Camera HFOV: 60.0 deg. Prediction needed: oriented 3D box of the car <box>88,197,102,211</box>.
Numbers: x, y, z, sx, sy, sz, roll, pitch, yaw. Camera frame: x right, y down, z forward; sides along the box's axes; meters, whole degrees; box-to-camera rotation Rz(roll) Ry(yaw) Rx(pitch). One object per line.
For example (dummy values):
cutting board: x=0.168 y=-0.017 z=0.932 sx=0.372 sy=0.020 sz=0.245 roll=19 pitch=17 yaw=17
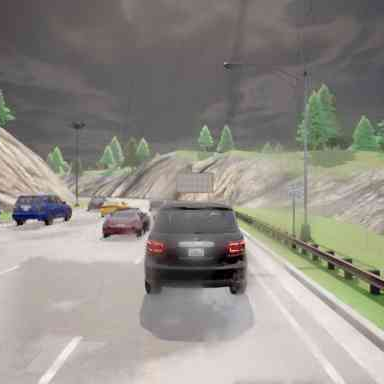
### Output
car: x=-11.268 y=1.355 z=40.636 sx=2.097 sy=1.767 sz=4.553 roll=0 pitch=0 yaw=-5

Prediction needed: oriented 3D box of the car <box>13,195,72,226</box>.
car: x=-10.436 y=1.216 z=23.594 sx=2.150 sy=2.045 sz=5.566 roll=0 pitch=-1 yaw=0

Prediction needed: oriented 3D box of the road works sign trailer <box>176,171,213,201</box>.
road works sign trailer: x=0.186 y=0.464 z=21.599 sx=2.380 sy=3.560 sz=2.880 roll=0 pitch=0 yaw=0

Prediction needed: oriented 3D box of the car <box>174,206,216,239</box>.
car: x=0.120 y=1.558 z=18.102 sx=1.994 sy=1.385 sz=4.181 roll=0 pitch=0 yaw=-1

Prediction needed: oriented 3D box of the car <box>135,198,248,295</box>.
car: x=0.087 y=1.221 z=8.884 sx=2.150 sy=2.045 sz=5.566 roll=0 pitch=0 yaw=0

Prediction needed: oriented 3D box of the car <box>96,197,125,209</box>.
car: x=-7.056 y=1.477 z=30.662 sx=1.882 sy=1.535 sz=5.008 roll=0 pitch=0 yaw=-2

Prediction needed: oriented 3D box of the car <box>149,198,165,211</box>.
car: x=-4.300 y=1.503 z=41.377 sx=1.837 sy=1.490 sz=4.892 roll=0 pitch=0 yaw=-6

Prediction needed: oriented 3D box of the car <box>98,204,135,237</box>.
car: x=-3.424 y=1.563 z=17.978 sx=1.994 sy=1.385 sz=4.181 roll=0 pitch=0 yaw=0
